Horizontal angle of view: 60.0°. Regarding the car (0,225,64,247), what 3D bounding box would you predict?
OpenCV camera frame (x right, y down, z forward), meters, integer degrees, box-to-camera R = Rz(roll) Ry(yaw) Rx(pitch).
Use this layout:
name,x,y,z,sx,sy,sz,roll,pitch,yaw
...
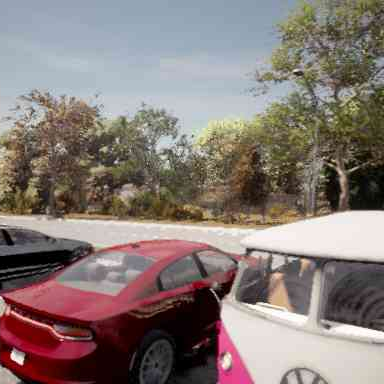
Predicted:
name,x,y,z,sx,sy,sz,roll,pitch,yaw
car,-4.820,1.563,8.620,2.163,1.488,4.792,0,0,35

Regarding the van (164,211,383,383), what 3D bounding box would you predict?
name,x,y,z,sx,sy,sz,roll,pitch,yaw
van,1.874,1.258,3.667,1.878,1.987,4.442,0,0,35

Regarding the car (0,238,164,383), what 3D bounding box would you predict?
name,x,y,z,sx,sy,sz,roll,pitch,yaw
car,-0.321,1.500,5.369,2.097,1.535,5.008,0,0,35
